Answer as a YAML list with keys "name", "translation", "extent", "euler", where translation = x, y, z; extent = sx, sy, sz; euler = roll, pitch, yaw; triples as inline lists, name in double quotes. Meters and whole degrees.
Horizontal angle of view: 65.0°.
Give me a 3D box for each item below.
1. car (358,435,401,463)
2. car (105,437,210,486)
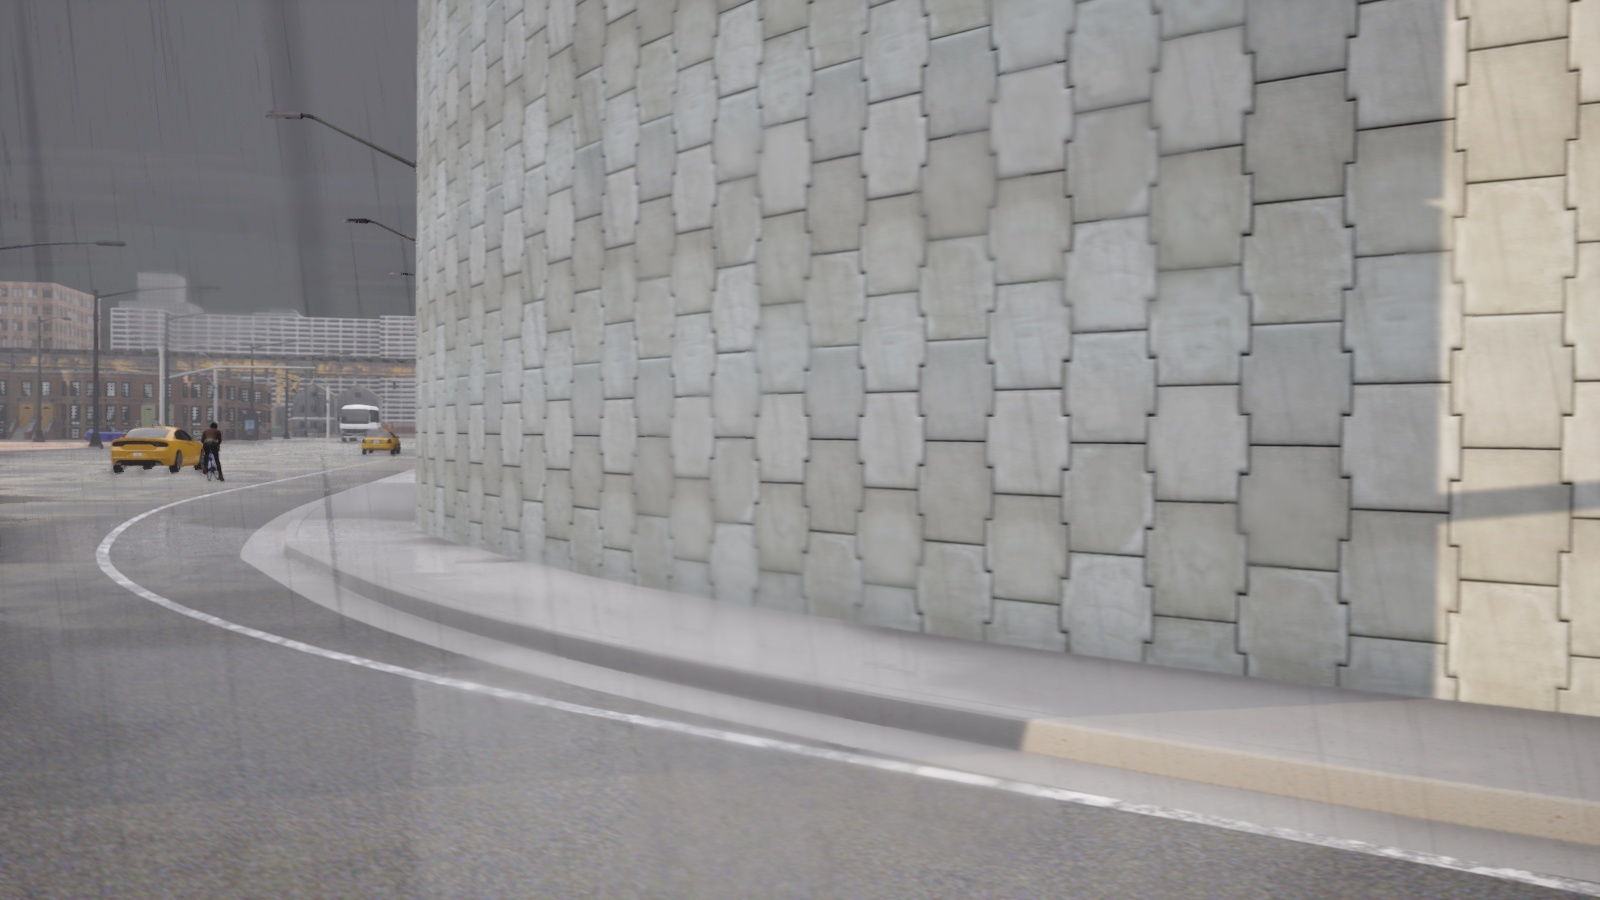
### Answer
- name: "car"
  translation: [-24.711, -0.105, 74.012]
  extent: [1.801, 1.575, 5.366]
  euler: [-1, 1, -12]
- name: "car"
  translation: [-21.375, 0.335, 41.999]
  extent: [1.882, 1.535, 5.008]
  euler: [-1, 1, -12]
